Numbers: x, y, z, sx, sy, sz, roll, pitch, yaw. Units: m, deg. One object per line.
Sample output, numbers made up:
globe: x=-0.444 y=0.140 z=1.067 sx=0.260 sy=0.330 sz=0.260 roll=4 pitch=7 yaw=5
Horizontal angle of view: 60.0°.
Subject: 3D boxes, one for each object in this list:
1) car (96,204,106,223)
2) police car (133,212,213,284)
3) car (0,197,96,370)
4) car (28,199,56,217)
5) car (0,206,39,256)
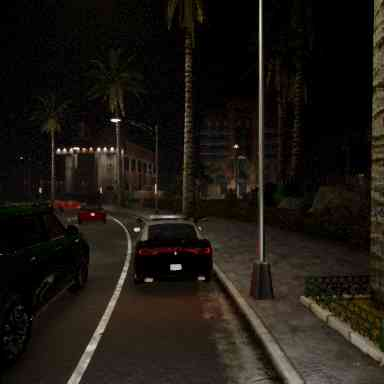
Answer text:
car: x=-7.705 y=1.558 z=25.340 sx=1.994 sy=1.385 sz=4.181 roll=0 pitch=0 yaw=-20
police car: x=-0.678 y=1.424 z=9.770 sx=1.930 sy=1.638 sz=5.238 roll=0 pitch=0 yaw=-7
car: x=-3.426 y=1.221 z=5.756 sx=2.150 sy=2.045 sz=5.566 roll=0 pitch=0 yaw=-4
car: x=-14.901 y=1.480 z=32.909 sx=2.128 sy=1.511 sz=4.902 roll=0 pitch=0 yaw=-28
car: x=-8.090 y=1.471 z=13.948 sx=1.882 sy=1.535 sz=5.008 roll=0 pitch=0 yaw=-11
